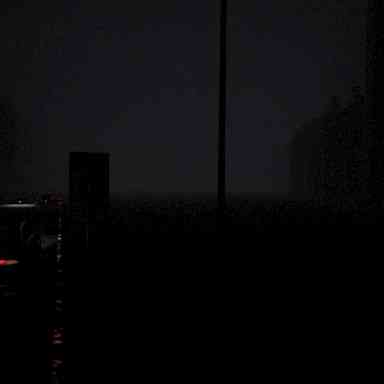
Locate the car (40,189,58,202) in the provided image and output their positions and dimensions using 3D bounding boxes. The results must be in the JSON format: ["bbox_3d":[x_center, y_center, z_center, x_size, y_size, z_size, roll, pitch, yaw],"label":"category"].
[{"bbox_3d":[-19.526,0.452,45.549,2.128,1.511,4.902,0,1,-22],"label":"car"}]

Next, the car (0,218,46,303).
[{"bbox_3d":[-4.432,1.335,7.390,2.128,1.511,4.902,0,1,-22],"label":"car"}]

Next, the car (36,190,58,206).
[{"bbox_3d":[-15.684,0.715,35.972,1.812,1.442,4.674,0,1,-21],"label":"car"}]

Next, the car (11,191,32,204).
[{"bbox_3d":[-19.936,0.627,39.108,2.033,1.411,5.357,0,1,-22],"label":"car"}]
